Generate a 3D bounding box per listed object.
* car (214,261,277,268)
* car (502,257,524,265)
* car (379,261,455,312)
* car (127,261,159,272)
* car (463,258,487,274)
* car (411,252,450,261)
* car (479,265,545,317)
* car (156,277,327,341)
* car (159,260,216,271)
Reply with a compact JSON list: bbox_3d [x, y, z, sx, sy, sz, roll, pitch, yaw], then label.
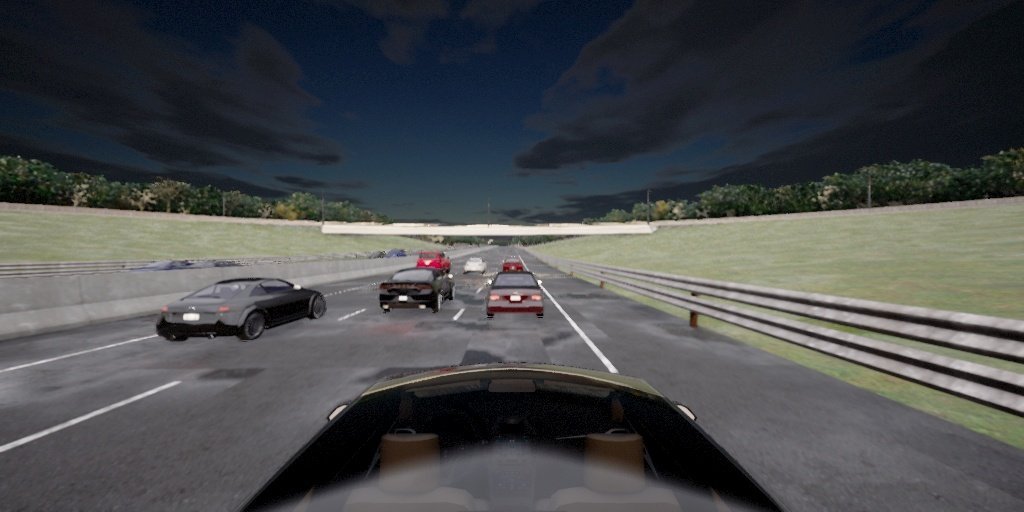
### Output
[{"bbox_3d":[-17.600,1.113,24.841,1.895,1.301,4.718,0,1,0],"label":"car"},{"bbox_3d":[0.096,0.855,34.320,1.882,1.535,5.008,0,1,0],"label":"car"},{"bbox_3d":[-3.401,1.134,13.661,1.882,1.535,5.008,0,1,0],"label":"car"},{"bbox_3d":[-24.598,1.029,25.548,1.812,1.442,4.674,0,1,0],"label":"car"},{"bbox_3d":[-3.401,0.910,33.894,1.812,1.442,4.674,0,1,0],"label":"car"},{"bbox_3d":[-6.900,0.637,31.898,2.150,2.045,5.566,0,1,0],"label":"car"},{"bbox_3d":[0.100,1.215,12.706,2.033,1.411,5.357,0,1,0],"label":"car"},{"bbox_3d":[-6.901,1.263,9.719,1.994,1.385,4.181,0,0,0],"label":"car"},{"bbox_3d":[-21.100,1.054,25.286,2.033,1.411,5.357,0,1,0],"label":"car"}]
